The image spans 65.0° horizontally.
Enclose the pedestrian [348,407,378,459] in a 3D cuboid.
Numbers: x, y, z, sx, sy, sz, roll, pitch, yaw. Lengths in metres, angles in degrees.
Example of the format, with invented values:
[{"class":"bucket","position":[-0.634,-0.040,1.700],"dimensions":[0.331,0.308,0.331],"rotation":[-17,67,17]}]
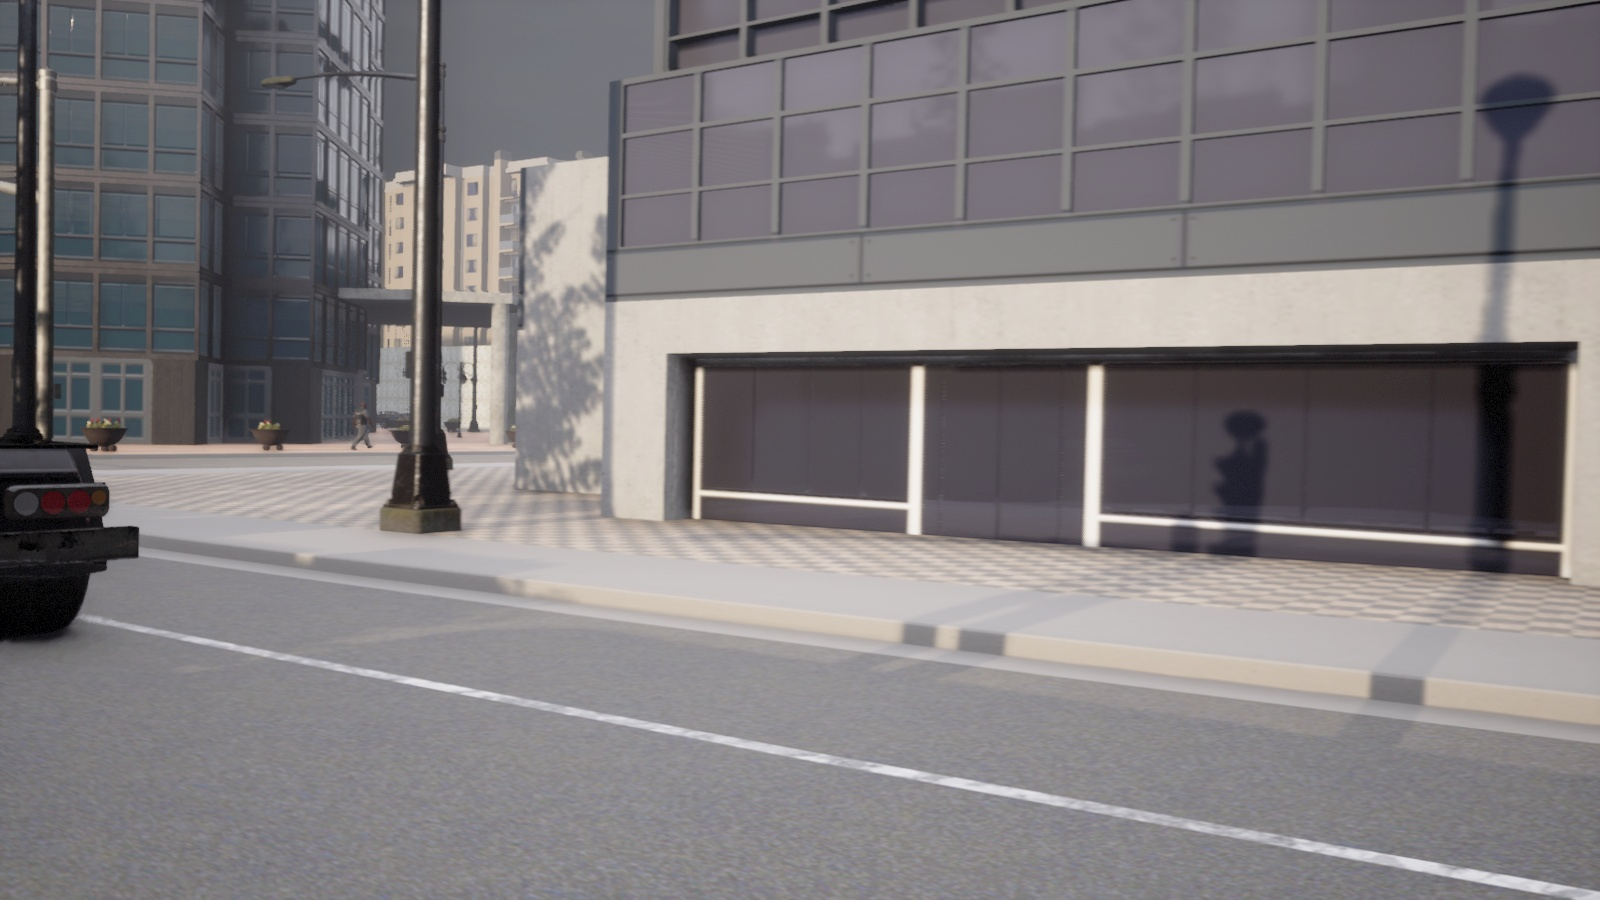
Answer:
[{"class":"pedestrian","position":[-15.924,-0.623,45.797],"dimensions":[0.563,1.883,0.849],"rotation":[1,2,36]}]

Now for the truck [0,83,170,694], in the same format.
[{"class":"truck","position":[-8.085,-0.404,8.957],"dimensions":[7.936,3.462,2.891],"rotation":[1,2,34]}]
